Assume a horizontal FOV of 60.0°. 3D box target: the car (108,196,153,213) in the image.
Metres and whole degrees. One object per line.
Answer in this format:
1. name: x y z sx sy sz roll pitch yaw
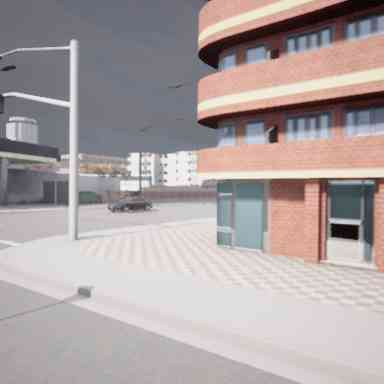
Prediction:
1. car: -5.827 1.184 31.766 1.837 1.490 4.892 1 1 35
